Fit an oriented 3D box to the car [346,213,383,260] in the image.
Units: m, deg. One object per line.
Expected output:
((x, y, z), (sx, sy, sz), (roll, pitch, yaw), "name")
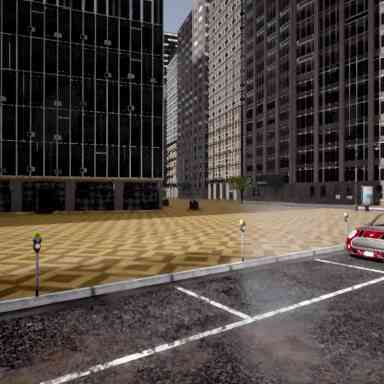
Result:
((7.229, 1.437, 11.701), (4.097, 1.590, 1.967), (0, 0, -35), "car")
